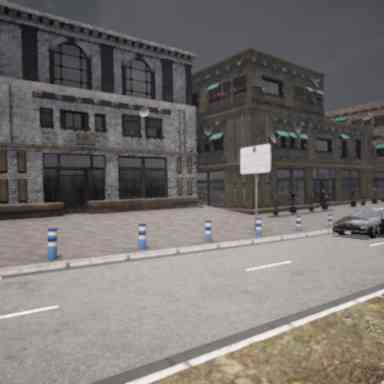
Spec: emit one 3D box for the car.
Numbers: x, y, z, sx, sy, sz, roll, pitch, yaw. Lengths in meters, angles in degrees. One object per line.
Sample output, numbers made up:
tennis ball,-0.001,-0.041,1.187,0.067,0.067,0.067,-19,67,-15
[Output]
car,9.603,1.531,17.600,5.357,1.411,2.033,-1,0,-37
